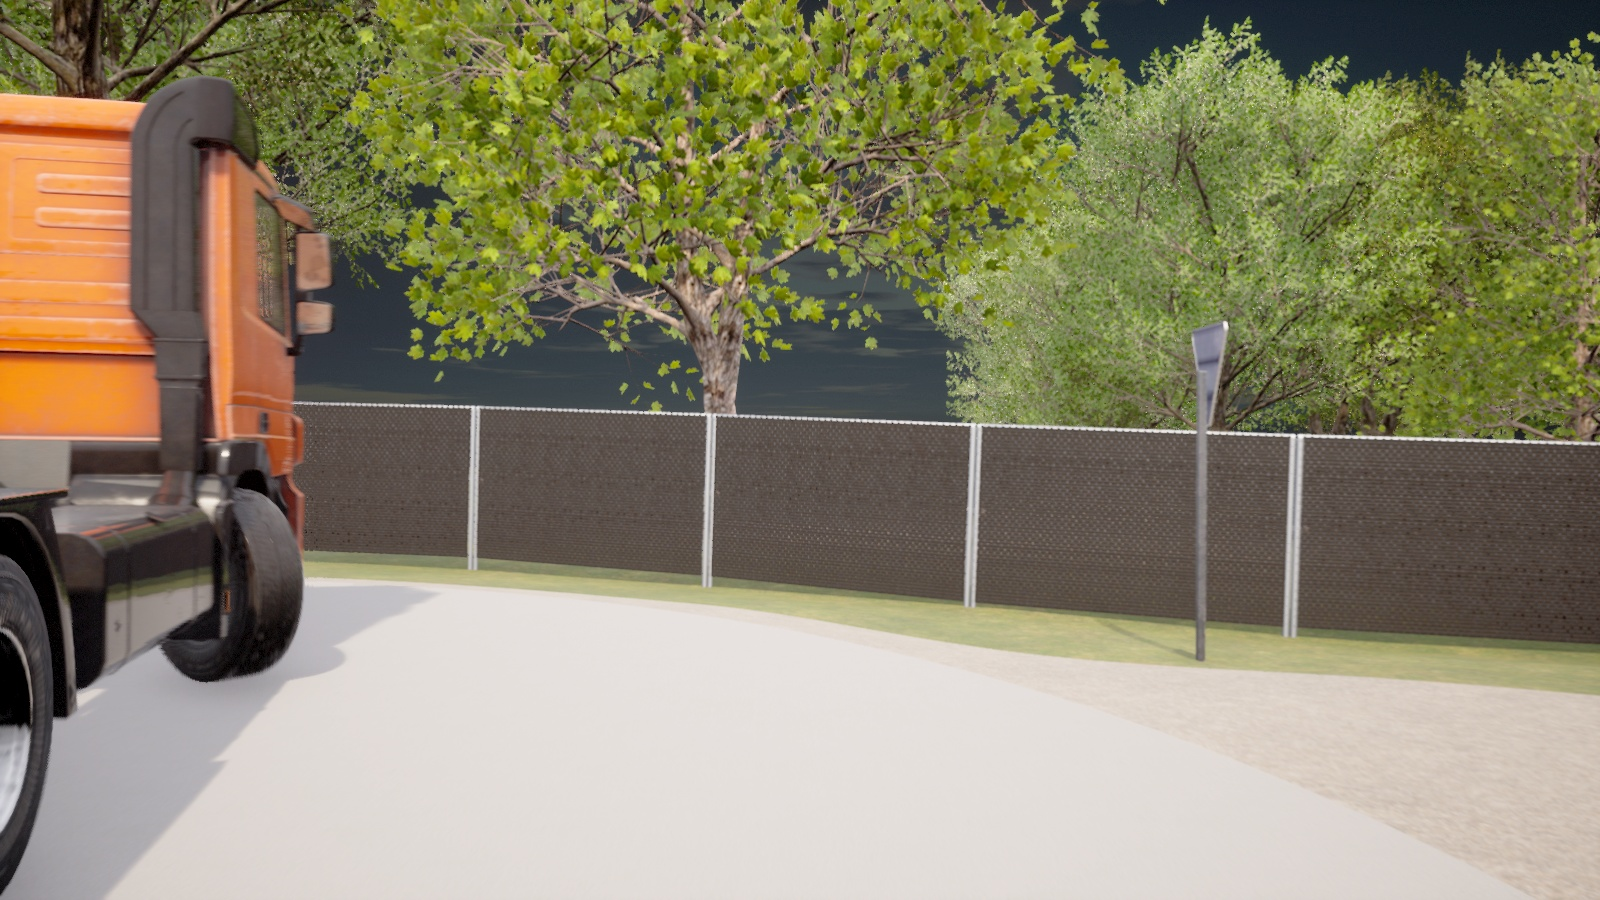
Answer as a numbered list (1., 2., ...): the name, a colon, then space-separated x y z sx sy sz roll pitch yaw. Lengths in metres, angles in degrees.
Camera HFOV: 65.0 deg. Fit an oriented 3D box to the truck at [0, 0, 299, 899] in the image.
1. truck: -4.190 -0.313 5.020 2.891 3.462 7.936 1 1 -13
